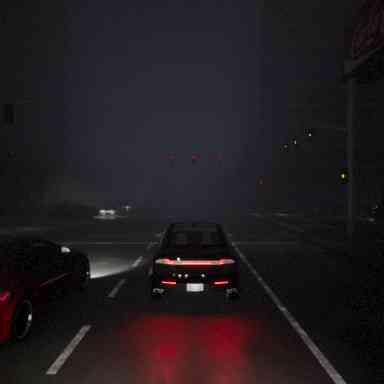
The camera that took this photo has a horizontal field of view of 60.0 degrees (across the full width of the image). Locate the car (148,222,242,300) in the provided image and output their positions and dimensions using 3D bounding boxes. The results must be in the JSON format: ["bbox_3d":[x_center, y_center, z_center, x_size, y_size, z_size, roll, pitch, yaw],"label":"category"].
[{"bbox_3d":[0.068,1.492,8.372,2.128,1.511,4.902,0,0,0],"label":"car"}]

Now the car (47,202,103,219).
[{"bbox_3d":[-10.270,1.564,28.724,4.181,1.385,1.994,0,0,-29],"label":"car"}]

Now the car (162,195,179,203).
[{"bbox_3d":[-4.599,1.326,70.581,2.097,1.767,4.553,0,0,-27],"label":"car"}]

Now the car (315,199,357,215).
[{"bbox_3d":[14.807,1.491,33.024,4.902,1.511,2.128,0,0,0],"label":"car"}]

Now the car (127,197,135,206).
[{"bbox_3d":[-10.574,1.547,54.112,2.033,1.411,5.357,0,0,0],"label":"car"}]

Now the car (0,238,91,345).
[{"bbox_3d":[-3.442,1.564,6.395,1.994,1.385,4.181,0,0,0],"label":"car"}]

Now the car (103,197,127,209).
[{"bbox_3d":[-10.588,1.491,44.369,2.128,1.511,4.902,0,0,0],"label":"car"}]

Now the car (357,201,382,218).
[{"bbox_3d":[17.704,1.352,29.537,4.553,1.767,2.097,0,0,0],"label":"car"}]
